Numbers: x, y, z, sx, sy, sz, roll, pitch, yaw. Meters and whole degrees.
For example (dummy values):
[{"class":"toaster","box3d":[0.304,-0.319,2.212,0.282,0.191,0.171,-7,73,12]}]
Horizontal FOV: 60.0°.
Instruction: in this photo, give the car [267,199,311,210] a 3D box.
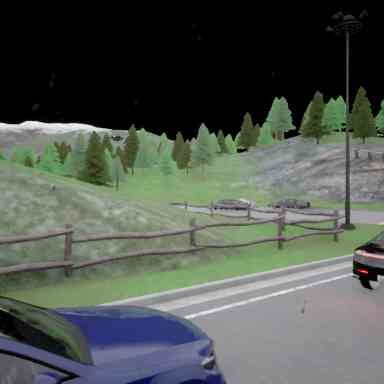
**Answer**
[{"class":"car","box3d":[12.448,1.553,42.787,5.357,1.411,2.033,0,0,34]}]

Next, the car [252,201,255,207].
[{"class":"car","box3d":[5.794,1.531,42.807,4.674,1.442,1.812,0,0,31]}]

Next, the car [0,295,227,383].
[{"class":"car","box3d":[-1.867,1.526,2.444,4.674,1.442,1.812,0,0,-35]}]

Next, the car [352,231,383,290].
[{"class":"car","box3d":[5.737,1.493,7.844,4.902,1.511,2.128,0,0,-35]}]

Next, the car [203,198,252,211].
[{"class":"car","box3d":[4.051,1.552,39.924,5.357,1.411,2.033,0,0,30]}]
